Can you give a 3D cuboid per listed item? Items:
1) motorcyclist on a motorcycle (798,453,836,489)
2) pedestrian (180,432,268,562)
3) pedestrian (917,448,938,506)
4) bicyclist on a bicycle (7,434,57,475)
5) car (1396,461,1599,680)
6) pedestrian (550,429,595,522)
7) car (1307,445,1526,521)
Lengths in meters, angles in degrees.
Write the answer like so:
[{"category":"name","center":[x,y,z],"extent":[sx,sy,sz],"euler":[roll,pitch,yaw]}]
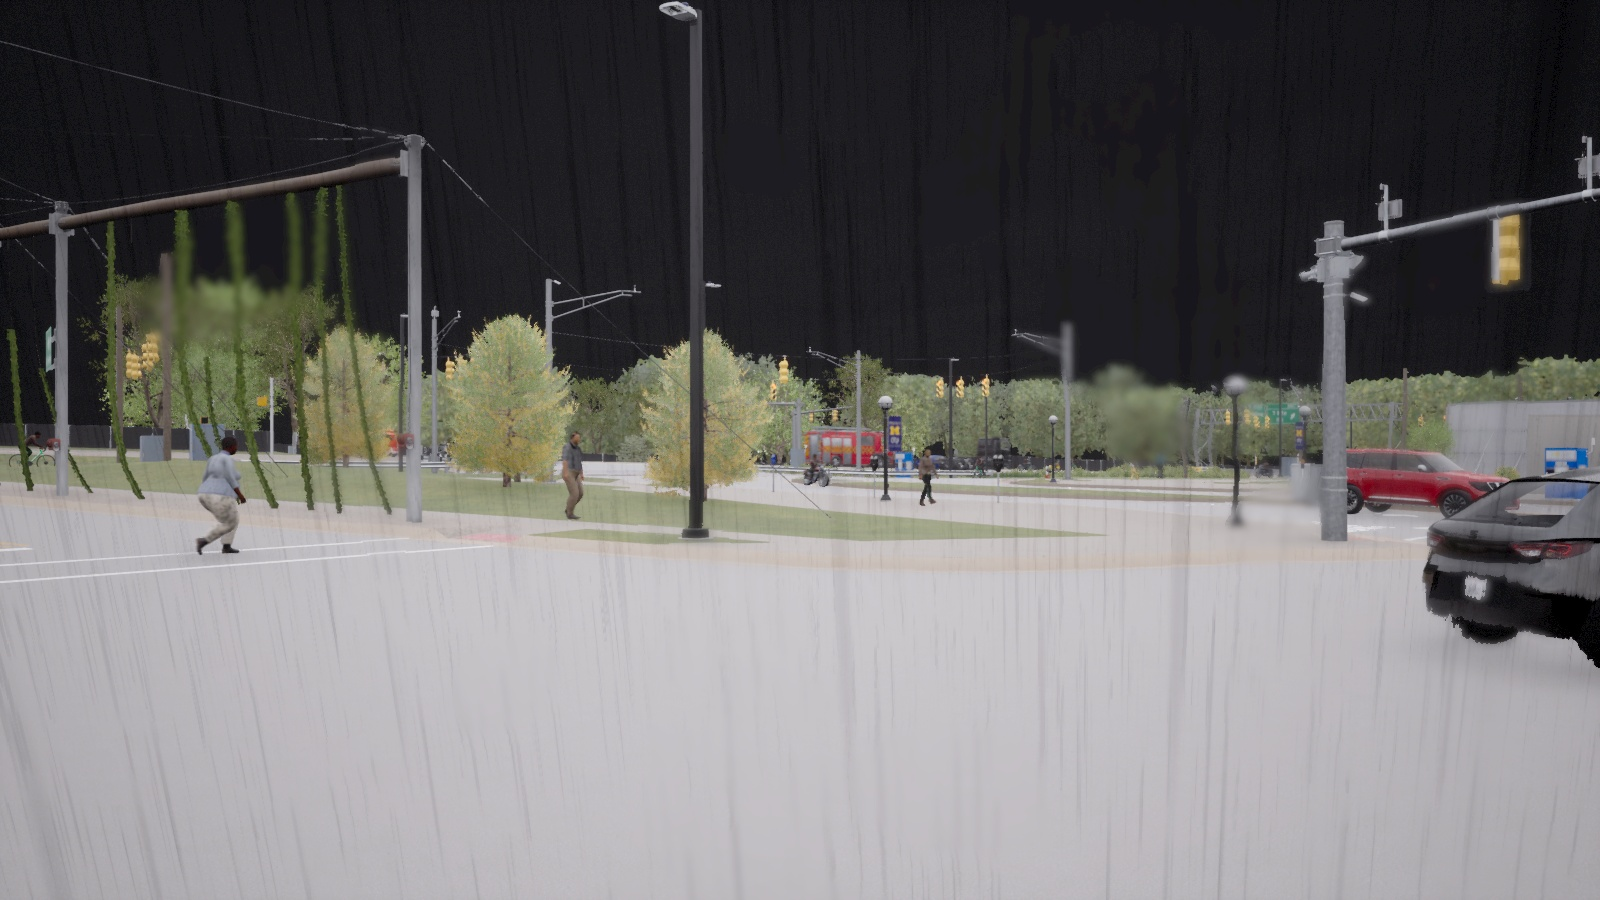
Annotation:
[{"category":"motorcyclist on a motorcycle","center":[0.809,1.001,61.640],"extent":[0.766,1.649,2.350],"euler":[1,1,-28]},{"category":"pedestrian","center":[-8.496,0.671,18.513],"extent":[0.874,1.855,0.900],"euler":[0,0,43]},{"category":"pedestrian","center":[4.045,0.849,39.863],"extent":[0.331,1.846,0.634],"euler":[0,0,-34]},{"category":"bicyclist on a bicycle","center":[-31.453,0.190,51.429],"extent":[1.656,1.620,0.582],"euler":[2,-1,-34]},{"category":"car","center":[7.125,0.819,9.727],"extent":[4.193,1.474,1.816],"euler":[-1,-1,-7]},{"category":"pedestrian","center":[-4.608,0.516,25.421],"extent":[0.694,1.848,0.540],"euler":[0,0,24]},{"category":"car","center":[18.649,0.938,38.240],"extent":[2.150,2.045,5.566],"euler":[0,1,-38]}]
